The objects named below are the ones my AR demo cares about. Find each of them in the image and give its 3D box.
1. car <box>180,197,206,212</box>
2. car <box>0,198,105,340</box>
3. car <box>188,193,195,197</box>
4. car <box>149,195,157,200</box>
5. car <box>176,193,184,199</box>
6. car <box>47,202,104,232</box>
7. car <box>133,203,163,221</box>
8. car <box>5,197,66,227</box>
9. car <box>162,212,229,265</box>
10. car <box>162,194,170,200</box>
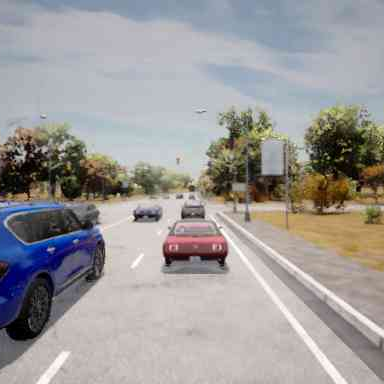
[{"bbox_3d":[0.086,1.431,26.550,2.128,1.511,4.902,0,0,0],"label":"car"},{"bbox_3d":[-3.403,1.207,6.635,2.150,2.045,5.566,0,0,0],"label":"car"},{"bbox_3d":[-0.056,1.329,93.598,2.033,1.411,5.357,0,0,0],"label":"car"},{"bbox_3d":[-10.554,1.400,89.855,1.895,1.301,4.718,0,0,0],"label":"car"},{"bbox_3d":[-3.556,1.290,93.596,1.837,1.490,4.892,0,0,0],"label":"car"},{"bbox_3d":[-7.094,1.460,20.831,1.837,1.490,4.892,0,0,0],"label":"car"},{"bbox_3d":[-3.415,1.543,26.745,1.895,1.301,4.718,0,0,0],"label":"car"},{"bbox_3d":[-10.586,1.302,22.937,2.097,1.767,4.553,0,0,0],"label":"car"},{"bbox_3d":[0.094,1.576,11.489,1.895,1.301,4.718,0,0,0],"label":"car"},{"bbox_3d":[-7.054,1.329,89.887,1.812,1.442,4.674,0,0,0],"label":"car"}]
